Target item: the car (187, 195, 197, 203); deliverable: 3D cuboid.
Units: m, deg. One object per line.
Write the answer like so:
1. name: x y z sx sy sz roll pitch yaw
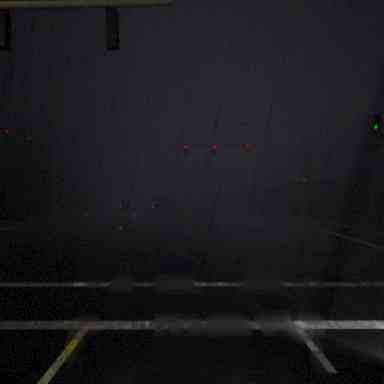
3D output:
1. car: -0.001 1.422 66.618 1.837 1.490 4.892 0 0 0

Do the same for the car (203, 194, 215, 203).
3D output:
1. car: 3.499 1.269 66.588 2.097 1.767 4.553 0 0 0

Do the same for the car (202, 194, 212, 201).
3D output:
1. car: 3.499 1.291 76.727 2.128 1.511 4.902 0 0 0

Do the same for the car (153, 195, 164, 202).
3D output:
1. car: -7.001 1.364 70.170 1.837 1.490 4.892 0 0 0

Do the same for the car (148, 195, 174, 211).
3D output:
1. car: -3.589 1.304 39.839 2.097 1.767 4.553 0 0 0

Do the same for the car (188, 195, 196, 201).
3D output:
1. car: -0.001 1.318 76.727 1.994 1.385 4.181 0 0 0

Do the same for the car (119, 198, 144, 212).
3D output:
1. car: -7.090 1.478 38.283 1.812 1.442 4.674 0 0 0

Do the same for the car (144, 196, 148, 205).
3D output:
1. car: -7.060 1.409 55.114 1.882 1.535 5.008 0 0 0

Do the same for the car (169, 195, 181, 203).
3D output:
1. car: -3.501 1.384 69.449 2.128 1.511 4.902 0 0 0

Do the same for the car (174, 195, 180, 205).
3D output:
1. car: -3.566 1.496 54.640 1.994 1.385 4.181 0 0 0
